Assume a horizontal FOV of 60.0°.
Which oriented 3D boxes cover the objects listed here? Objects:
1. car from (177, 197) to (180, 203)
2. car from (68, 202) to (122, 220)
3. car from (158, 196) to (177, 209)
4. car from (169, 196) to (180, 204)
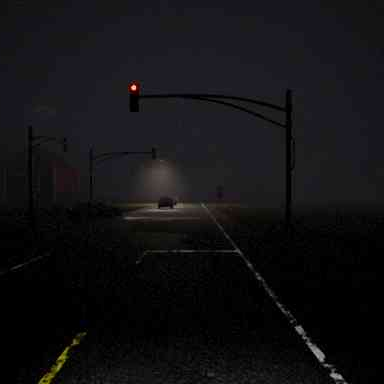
[{"bbox_3d":[-3.484,1.478,55.089,1.812,1.442,4.674,0,0,1],"label":"car"},{"bbox_3d":[-7.806,1.485,26.854,4.181,1.385,1.994,0,1,-25],"label":"car"},{"bbox_3d":[-3.511,1.444,45.226,1.882,1.535,5.008,0,0,0],"label":"car"},{"bbox_3d":[-3.429,1.537,65.017,1.895,1.301,4.718,0,0,1],"label":"car"}]
